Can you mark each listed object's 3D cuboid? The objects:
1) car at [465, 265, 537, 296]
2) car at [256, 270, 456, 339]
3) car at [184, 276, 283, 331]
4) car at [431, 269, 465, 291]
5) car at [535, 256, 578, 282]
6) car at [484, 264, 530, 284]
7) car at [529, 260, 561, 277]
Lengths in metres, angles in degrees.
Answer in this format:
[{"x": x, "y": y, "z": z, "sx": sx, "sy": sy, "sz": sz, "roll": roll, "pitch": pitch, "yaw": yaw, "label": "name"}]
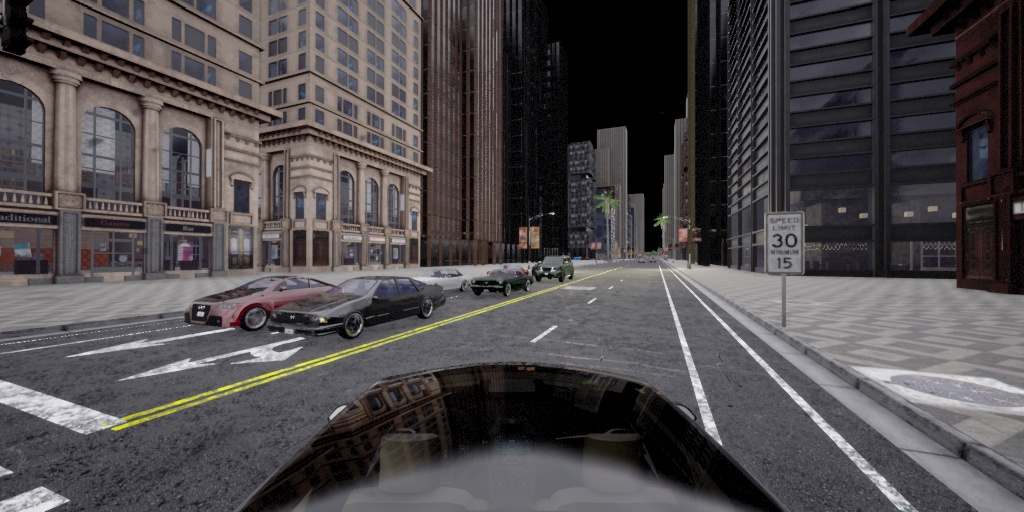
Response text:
[{"x": -0.420, "y": 1.357, "z": 19.402, "sx": 1.895, "sy": 1.301, "sz": 4.718, "roll": 0, "pitch": 0, "yaw": 22, "label": "car"}, {"x": -4.005, "y": 1.299, "z": 10.509, "sx": 2.033, "sy": 1.411, "sz": 5.357, "roll": 0, "pitch": 0, "yaw": 22, "label": "car"}, {"x": -7.274, "y": 1.316, "z": 11.083, "sx": 1.994, "sy": 1.385, "sz": 4.181, "roll": 0, "pitch": 0, "yaw": 22, "label": "car"}, {"x": -4.003, "y": 1.357, "z": 19.211, "sx": 1.895, "sy": 1.301, "sz": 4.718, "roll": 0, "pitch": 0, "yaw": 22, "label": "car"}, {"x": 3.582, "y": 0.987, "z": 29.322, "sx": 2.150, "sy": 2.045, "sz": 5.566, "roll": 0, "pitch": 0, "yaw": 22, "label": "car"}, {"x": -0.278, "y": 1.364, "z": 28.449, "sx": 1.895, "sy": 1.301, "sz": 4.718, "roll": 0, "pitch": 0, "yaw": 22, "label": "car"}, {"x": 3.574, "y": 1.251, "z": 37.901, "sx": 1.882, "sy": 1.535, "sz": 5.008, "roll": 0, "pitch": 0, "yaw": 22, "label": "car"}]
